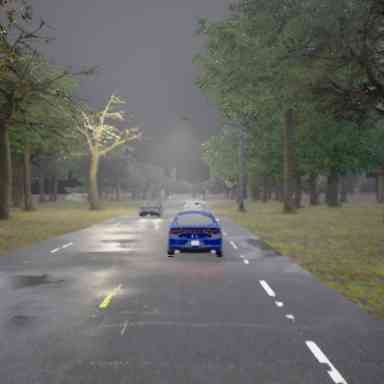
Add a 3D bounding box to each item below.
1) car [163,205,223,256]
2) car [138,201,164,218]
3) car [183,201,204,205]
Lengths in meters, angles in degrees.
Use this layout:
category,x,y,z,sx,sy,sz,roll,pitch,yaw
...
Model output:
category,x,y,z,sx,sy,sz,roll,pitch,yaw
car,0.102,1.470,13.055,1.882,1.535,5.008,0,0,0
car,-3.576,1.551,30.192,2.033,1.411,5.357,0,0,0
car,0.106,1.531,31.213,1.812,1.442,4.674,0,0,0
